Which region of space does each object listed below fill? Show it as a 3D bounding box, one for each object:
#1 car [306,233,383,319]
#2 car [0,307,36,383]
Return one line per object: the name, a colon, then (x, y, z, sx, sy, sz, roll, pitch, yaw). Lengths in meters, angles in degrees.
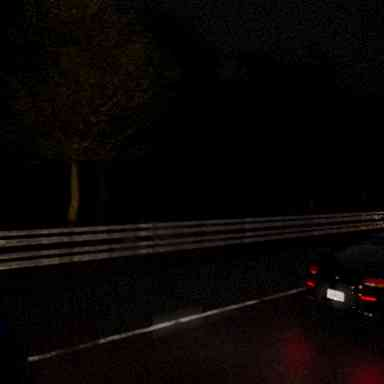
car: (4.291, 1.590, 6.936, 4.674, 1.442, 1.812, 1, 0, -36)
car: (-3.592, 1.199, 1.186, 5.566, 2.045, 2.150, 1, -1, -35)
